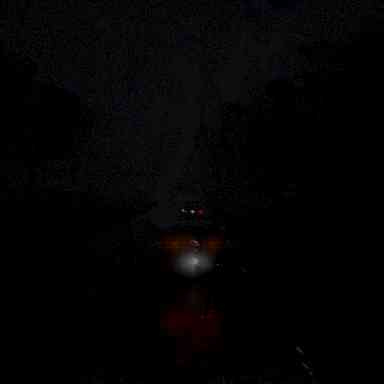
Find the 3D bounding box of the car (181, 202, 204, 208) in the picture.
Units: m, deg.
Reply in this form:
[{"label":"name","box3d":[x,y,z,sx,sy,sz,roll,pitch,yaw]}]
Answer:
[{"label":"car","box3d":[0.073,1.567,28.171,2.033,1.411,5.357,-1,0,0]}]

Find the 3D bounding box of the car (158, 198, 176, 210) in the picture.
[{"label":"car","box3d":[-3.111,1.464,42.066,2.128,1.511,4.902,0,0,0]}]

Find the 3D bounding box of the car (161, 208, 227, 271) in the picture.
[{"label":"car","box3d":[0.068,1.518,10.885,1.837,1.490,4.892,0,0,0]}]
